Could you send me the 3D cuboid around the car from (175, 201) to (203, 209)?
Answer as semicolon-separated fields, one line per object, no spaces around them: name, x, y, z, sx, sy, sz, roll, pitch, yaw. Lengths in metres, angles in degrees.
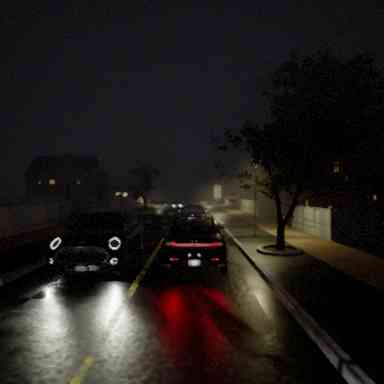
car;0.041;1.581;22.479;2.033;1.411;5.357;0;0;0

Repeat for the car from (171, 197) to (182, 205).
car;-2.815;1.739;63.548;1.994;1.385;4.181;0;0;1

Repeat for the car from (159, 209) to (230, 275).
car;0.068;1.506;10.486;2.128;1.511;4.902;0;0;0

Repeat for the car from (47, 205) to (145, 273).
car;-2.840;1.366;10.728;2.097;1.767;4.553;0;0;0
